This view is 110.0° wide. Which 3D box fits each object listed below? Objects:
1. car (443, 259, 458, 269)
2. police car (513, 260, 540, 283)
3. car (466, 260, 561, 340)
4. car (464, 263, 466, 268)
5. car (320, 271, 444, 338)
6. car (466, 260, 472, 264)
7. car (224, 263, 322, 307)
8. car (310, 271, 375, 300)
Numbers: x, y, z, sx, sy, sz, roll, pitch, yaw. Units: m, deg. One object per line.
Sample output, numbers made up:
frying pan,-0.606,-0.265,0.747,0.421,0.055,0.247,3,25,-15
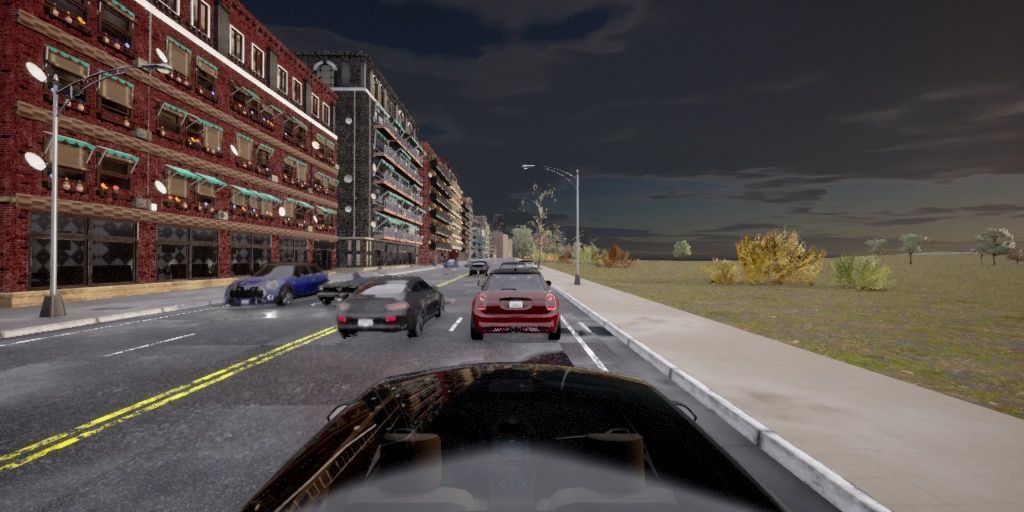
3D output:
car,-9.914,1.277,58.325,1.812,1.442,4.674,0,0,0
police car,1.096,1.179,29.380,1.930,1.638,5.238,0,0,0
car,0.080,1.103,10.112,2.097,1.767,4.553,0,0,0
car,-6.665,1.316,59.282,1.994,1.385,4.181,0,0,0
car,-3.165,1.277,10.039,1.812,1.442,4.674,0,0,0
car,-3.200,1.259,36.199,1.837,1.490,4.892,0,0,0
car,-9.872,1.104,15.499,2.097,1.767,4.553,0,0,0
car,-6.620,1.353,15.934,1.895,1.301,4.718,0,0,0
